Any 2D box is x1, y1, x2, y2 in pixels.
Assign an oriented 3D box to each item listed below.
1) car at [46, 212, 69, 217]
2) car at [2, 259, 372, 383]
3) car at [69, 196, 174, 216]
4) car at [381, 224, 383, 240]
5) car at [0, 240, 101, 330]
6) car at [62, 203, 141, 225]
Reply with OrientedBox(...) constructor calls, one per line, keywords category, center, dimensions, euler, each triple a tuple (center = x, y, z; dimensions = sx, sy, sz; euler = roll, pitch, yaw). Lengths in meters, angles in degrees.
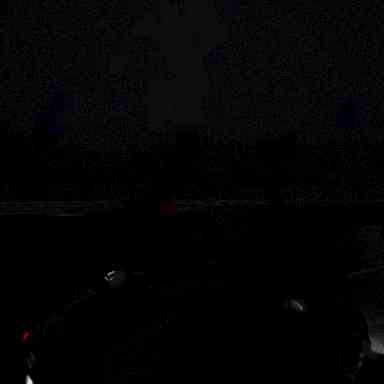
OrientedBox(category="car", center=(-6.602, 1.618, 20.773), dimensions=(4.718, 1.301, 1.895), euler=(0, 0, -35))
OrientedBox(category="car", center=(0.281, 1.570, 3.947), dimensions=(4.181, 1.385, 1.994), euler=(0, 0, -35))
OrientedBox(category="car", center=(-3.589, 1.243, 18.622), dimensions=(5.566, 2.045, 2.150), euler=(0, 0, -35))
OrientedBox(category="car", center=(10.775, 1.615, 15.732), dimensions=(4.181, 1.385, 1.994), euler=(0, 0, -36))
OrientedBox(category="car", center=(-3.681, 1.478, 5.419), dimensions=(5.008, 1.535, 1.882), euler=(0, 0, -35))
OrientedBox(category="car", center=(-6.695, 1.571, 25.003), dimensions=(5.357, 1.411, 2.033), euler=(0, 0, -35))
